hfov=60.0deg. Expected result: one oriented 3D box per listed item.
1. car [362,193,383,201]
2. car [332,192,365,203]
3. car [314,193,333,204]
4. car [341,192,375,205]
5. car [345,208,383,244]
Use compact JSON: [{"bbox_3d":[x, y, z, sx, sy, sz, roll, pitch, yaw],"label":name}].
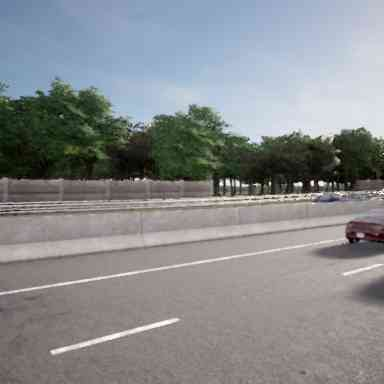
[{"bbox_3d":[20.265,1.061,34.861,4.181,1.385,1.994,-1,1,-34],"label":"car"},{"bbox_3d":[18.330,1.060,37.777,4.181,1.385,1.994,-1,1,-34],"label":"car"},{"bbox_3d":[18.692,0.924,45.557,4.674,1.442,1.812,-2,1,-37],"label":"car"},{"bbox_3d":[22.277,0.844,44.583,4.892,1.490,1.837,-2,1,-33],"label":"car"},{"bbox_3d":[8.180,1.406,13.726,4.674,1.442,1.812,-1,1,-35],"label":"car"}]
